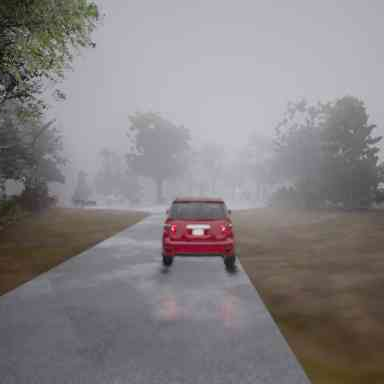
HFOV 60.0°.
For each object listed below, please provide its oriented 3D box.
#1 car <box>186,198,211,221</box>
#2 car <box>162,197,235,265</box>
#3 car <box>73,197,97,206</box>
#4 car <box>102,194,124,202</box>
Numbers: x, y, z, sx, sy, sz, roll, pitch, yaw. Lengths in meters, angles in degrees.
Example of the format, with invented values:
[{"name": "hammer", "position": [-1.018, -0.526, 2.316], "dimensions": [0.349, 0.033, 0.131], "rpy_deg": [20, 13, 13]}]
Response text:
[{"name": "car", "position": [0.572, 1.353, 27.257], "dimensions": [1.882, 1.535, 5.008], "rpy_deg": [0, 0, 2]}, {"name": "car", "position": [0.227, 1.178, 11.661], "dimensions": [2.150, 2.045, 5.566], "rpy_deg": [0, 0, 1]}, {"name": "car", "position": [-15.510, 1.374, 48.189], "dimensions": [1.895, 1.301, 4.718], "rpy_deg": [0, 0, -39]}, {"name": "car", "position": [-15.546, 1.193, 65.858], "dimensions": [1.812, 1.442, 4.674], "rpy_deg": [0, 0, 39]}]
